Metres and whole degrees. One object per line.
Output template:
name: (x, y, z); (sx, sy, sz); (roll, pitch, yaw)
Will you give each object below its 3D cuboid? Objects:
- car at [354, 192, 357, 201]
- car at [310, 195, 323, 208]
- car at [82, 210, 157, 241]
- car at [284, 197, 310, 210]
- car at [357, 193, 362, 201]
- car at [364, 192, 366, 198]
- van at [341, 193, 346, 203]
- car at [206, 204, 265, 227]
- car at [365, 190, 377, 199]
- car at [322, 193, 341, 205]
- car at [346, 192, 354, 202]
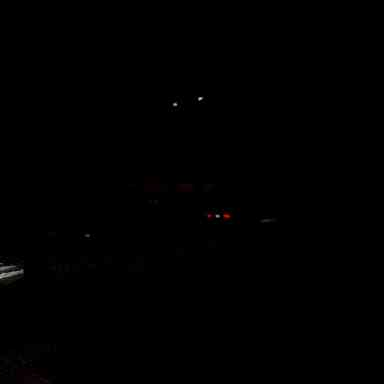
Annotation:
car: (31.684, 1.234, 67.684); (1.752, 1.417, 4.829); (-2, -1, 35)
car: (15.697, 1.394, 44.820); (2.008, 1.369, 4.403); (-2, -1, 35)
car: (-3.602, 1.637, 17.216); (1.947, 1.339, 4.313); (-2, 0, 35)
car: (12.481, 1.458, 40.219); (1.802, 1.307, 4.206); (-2, -1, 35)
car: (34.993, 1.002, 72.426); (2.192, 1.841, 5.009); (-2, -1, 35)
car: (38.216, 1.217, 77.024); (2.008, 1.369, 4.403); (-2, -1, 35)
van: (25.343, 1.097, 58.624); (1.690, 1.788, 3.998); (-2, -1, 35)
car: (2.963, 1.479, 22.013); (2.033, 1.411, 5.357); (-2, -1, 35)
car: (41.240, 0.620, 76.780); (2.150, 2.045, 5.566); (-2, -1, 35)
car: (22.125, 1.098, 54.023); (2.192, 1.841, 5.009); (-2, -1, 35)
car: (28.559, 1.046, 63.225); (2.192, 1.841, 5.009); (-2, -1, 35)
